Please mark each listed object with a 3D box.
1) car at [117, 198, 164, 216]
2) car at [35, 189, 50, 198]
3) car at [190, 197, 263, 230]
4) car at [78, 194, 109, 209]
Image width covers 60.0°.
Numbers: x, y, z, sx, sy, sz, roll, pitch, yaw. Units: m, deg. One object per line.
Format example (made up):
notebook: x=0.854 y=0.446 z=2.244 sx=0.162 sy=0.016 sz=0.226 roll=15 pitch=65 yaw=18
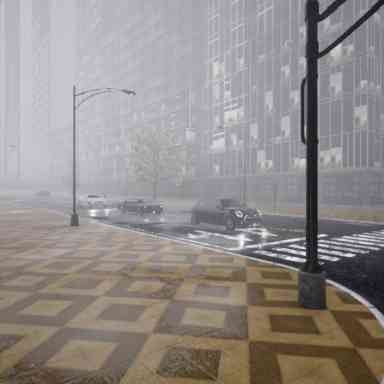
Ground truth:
car: x=-4.254 y=1.171 z=27.019 sx=1.895 sy=1.301 sz=4.718 roll=0 pitch=1 yaw=-38
car: x=-28.602 y=0.236 z=63.592 sx=1.882 sy=1.535 sz=5.008 roll=0 pitch=1 yaw=-38
car: x=1.906 y=1.104 z=19.216 sx=2.097 sy=1.767 sz=4.553 roll=0 pitch=1 yaw=-38
car: x=-10.501 y=0.910 z=34.966 sx=1.812 sy=1.442 sz=4.674 roll=0 pitch=1 yaw=-38
